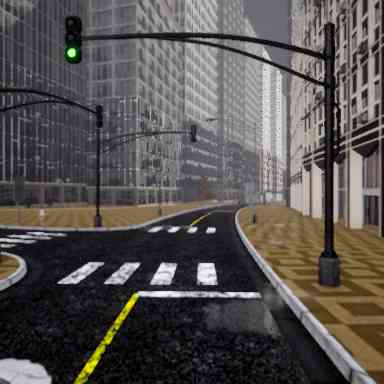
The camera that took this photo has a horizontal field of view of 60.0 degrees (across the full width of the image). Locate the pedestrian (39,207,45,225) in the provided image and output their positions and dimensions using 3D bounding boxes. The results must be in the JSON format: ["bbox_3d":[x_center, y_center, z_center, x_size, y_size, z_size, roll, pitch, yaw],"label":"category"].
[{"bbox_3d":[-9.331,1.468,20.645,0.500,1.100,0.500,0,0,17],"label":"pedestrian"}]

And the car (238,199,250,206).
[{"bbox_3d":[10.735,2.145,68.695,1.882,1.535,5.008,0,-1,18],"label":"car"}]
